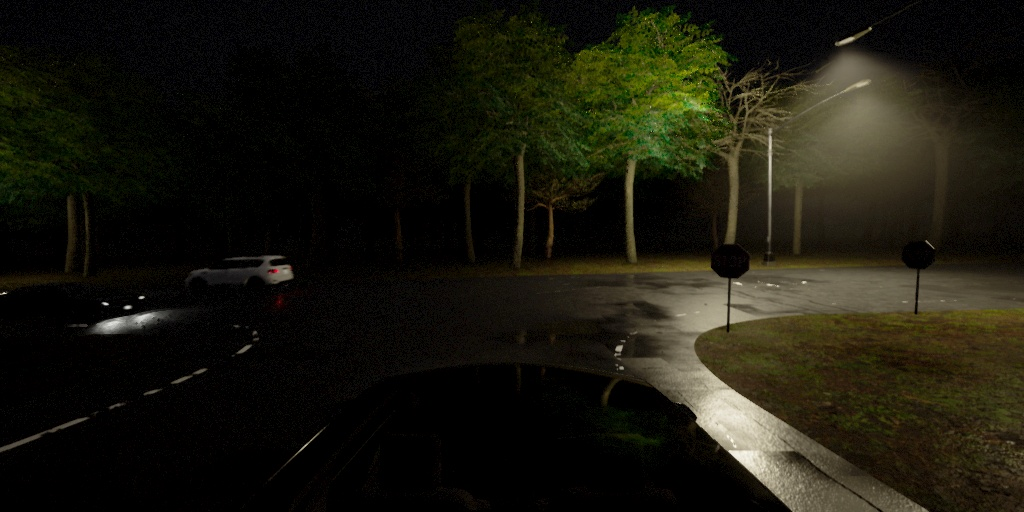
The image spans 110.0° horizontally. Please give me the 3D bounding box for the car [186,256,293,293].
[{"bbox_3d":[-16.452,1.066,21.817,5.566,2.045,2.150,-1,3,0],"label":"car"}]

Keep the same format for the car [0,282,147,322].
[{"bbox_3d":[-18.588,1.807,14.849,5.357,1.411,2.033,-1,3,0],"label":"car"}]
